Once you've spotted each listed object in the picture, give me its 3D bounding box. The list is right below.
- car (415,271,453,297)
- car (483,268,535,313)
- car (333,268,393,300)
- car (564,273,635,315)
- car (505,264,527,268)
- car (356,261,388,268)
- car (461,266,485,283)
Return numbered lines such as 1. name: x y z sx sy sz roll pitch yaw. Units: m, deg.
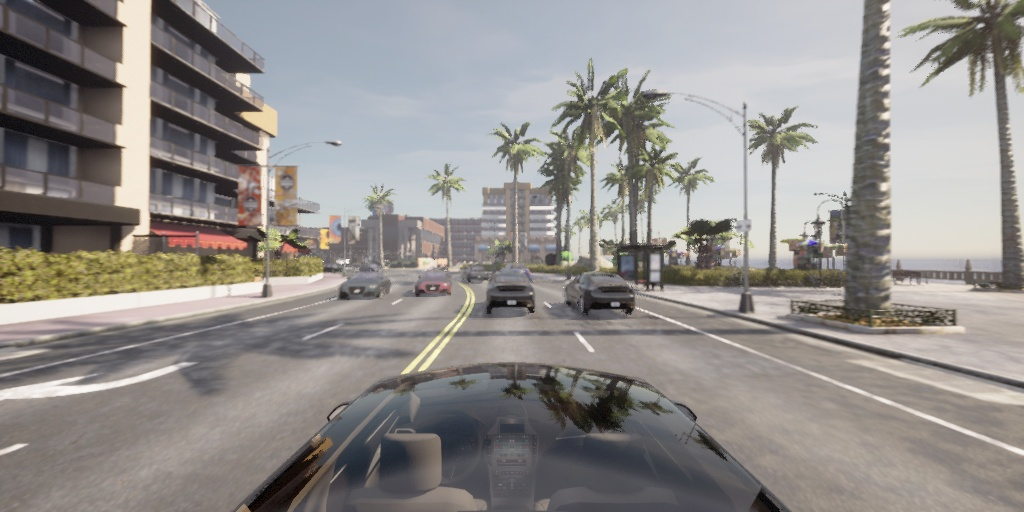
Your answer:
1. car: -4.511 1.562 21.057 1.994 1.385 4.181 0 -1 -9
2. car: -0.156 1.426 15.023 1.837 1.490 4.892 0 -1 -3
3. car: -7.797 1.540 19.408 1.994 1.385 4.181 0 -1 -8
4. car: 3.364 1.420 14.541 1.837 1.490 4.892 0 -1 -3
5. car: 0.157 1.506 33.189 2.097 1.767 4.553 0 -1 -16
6. car: -22.958 2.026 58.680 5.357 1.411 2.033 -1 -1 41
7. car: -3.549 1.648 33.409 2.128 1.511 4.902 0 -1 -17
